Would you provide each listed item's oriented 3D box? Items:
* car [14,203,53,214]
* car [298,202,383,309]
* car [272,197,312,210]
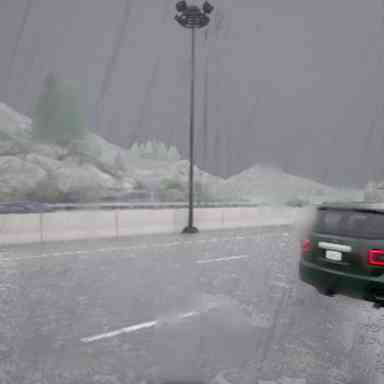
[{"bbox_3d":[-10.378,1.304,18.010,4.674,1.442,1.812,1,0,-35],"label":"car"},{"bbox_3d":[4.808,1.247,7.336,5.566,2.045,2.150,1,0,-32],"label":"car"},{"bbox_3d":[13.154,1.461,43.712,4.902,1.511,2.128,0,0,-25],"label":"car"}]
